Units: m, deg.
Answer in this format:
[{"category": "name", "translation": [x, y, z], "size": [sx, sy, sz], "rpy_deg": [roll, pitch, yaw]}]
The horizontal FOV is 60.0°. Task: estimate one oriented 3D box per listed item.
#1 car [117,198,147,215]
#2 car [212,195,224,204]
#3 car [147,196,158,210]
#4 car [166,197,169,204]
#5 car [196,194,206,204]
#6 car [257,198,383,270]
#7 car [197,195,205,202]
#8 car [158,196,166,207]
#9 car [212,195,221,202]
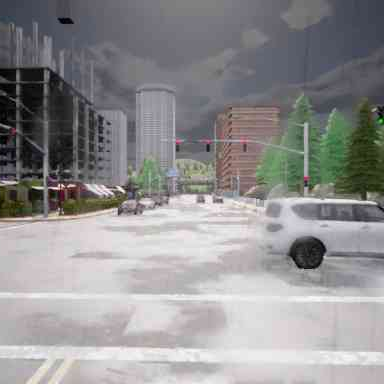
[{"category": "car", "translation": [-6.170, 1.526, 33.672], "size": [1.812, 1.442, 4.674], "rpy_deg": [0, 0, 2]}, {"category": "car", "translation": [5.241, 1.525, 65.714], "size": [1.812, 1.442, 4.674], "rpy_deg": [0, 0, 1]}, {"category": "car", "translation": [-5.925, 1.526, 42.850], "size": [1.812, 1.442, 4.674], "rpy_deg": [0, 0, 2]}, {"category": "car", "translation": [-5.405, 1.564, 62.416], "size": [1.994, 1.385, 4.181], "rpy_deg": [0, 0, 2]}, {"category": "car", "translation": [1.734, 1.601, 65.482], "size": [1.895, 1.301, 4.718], "rpy_deg": [0, 0, 1]}, {"category": "car", "translation": [4.892, 1.221, 10.467], "size": [5.566, 2.045, 2.150], "rpy_deg": [0, 0, 3]}, {"category": "car", "translation": [1.960, 1.326, 74.667], "size": [1.837, 1.490, 4.892], "rpy_deg": [0, 0, 1]}, {"category": "car", "translation": [-5.697, 1.352, 51.823], "size": [2.097, 1.767, 4.553], "rpy_deg": [0, 0, 1]}, {"category": "car", "translation": [5.460, 1.421, 74.610], "size": [1.895, 1.301, 4.718], "rpy_deg": [0, 0, 1]}]
